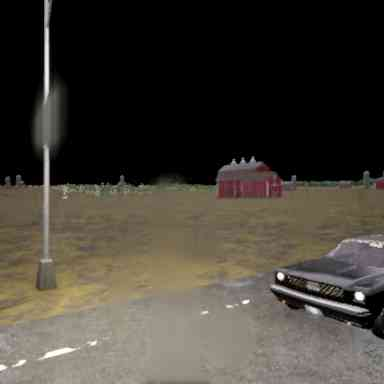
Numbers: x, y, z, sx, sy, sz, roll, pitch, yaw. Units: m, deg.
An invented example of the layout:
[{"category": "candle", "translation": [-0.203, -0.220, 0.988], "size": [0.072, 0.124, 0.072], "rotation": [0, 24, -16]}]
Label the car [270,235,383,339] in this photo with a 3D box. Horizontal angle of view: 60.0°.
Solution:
[{"category": "car", "translation": [3.764, 1.612, 6.691], "size": [4.718, 1.301, 1.895], "rotation": [0, 0, -36]}]
